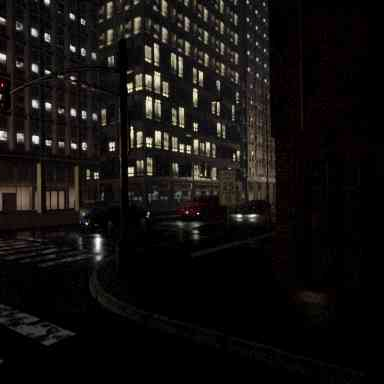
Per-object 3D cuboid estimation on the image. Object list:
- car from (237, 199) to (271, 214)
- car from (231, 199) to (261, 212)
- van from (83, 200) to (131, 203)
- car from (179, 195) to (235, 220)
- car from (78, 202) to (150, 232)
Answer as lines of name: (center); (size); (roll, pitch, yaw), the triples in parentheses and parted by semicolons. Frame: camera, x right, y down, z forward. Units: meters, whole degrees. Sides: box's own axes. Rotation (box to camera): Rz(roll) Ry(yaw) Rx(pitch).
car: (7.209, 1.584, 37.512); (1.882, 1.535, 5.008); (-1, -1, 36)
car: (6.798, 1.689, 41.405); (1.752, 1.417, 4.829); (-2, -1, 36)
van: (-6.029, 1.460, 23.491); (1.690, 1.788, 3.998); (-2, -1, 36)
car: (1.205, 1.307, 29.149); (2.150, 2.045, 5.566); (-1, -1, 36)
car: (-4.683, 1.571, 20.959); (1.837, 1.490, 4.892); (-1, -1, 33)
